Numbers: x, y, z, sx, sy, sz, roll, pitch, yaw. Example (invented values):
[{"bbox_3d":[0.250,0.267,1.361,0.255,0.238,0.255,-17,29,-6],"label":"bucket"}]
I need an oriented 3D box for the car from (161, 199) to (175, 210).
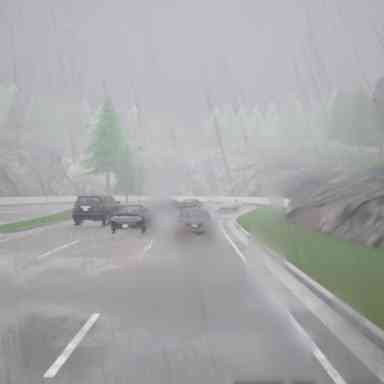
[{"bbox_3d":[-2.714,1.536,40.359,2.033,1.411,5.357,0,0,17],"label":"car"}]

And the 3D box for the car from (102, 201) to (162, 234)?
[{"bbox_3d":[-3.268,1.486,19.144,2.128,1.511,4.902,0,0,2],"label":"car"}]

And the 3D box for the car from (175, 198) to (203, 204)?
[{"bbox_3d":[0.006,1.494,37.032,1.837,1.490,4.892,0,0,16],"label":"car"}]

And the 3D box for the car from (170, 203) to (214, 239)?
[{"bbox_3d":[0.155,1.542,17.241,2.033,1.411,5.357,0,0,1],"label":"car"}]

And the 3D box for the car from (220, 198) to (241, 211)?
[{"bbox_3d":[4.720,1.513,40.861,1.812,1.442,4.674,0,0,16],"label":"car"}]

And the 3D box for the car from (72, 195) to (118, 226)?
[{"bbox_3d":[-6.536,1.213,23.716,2.150,2.045,5.566,0,0,4],"label":"car"}]
